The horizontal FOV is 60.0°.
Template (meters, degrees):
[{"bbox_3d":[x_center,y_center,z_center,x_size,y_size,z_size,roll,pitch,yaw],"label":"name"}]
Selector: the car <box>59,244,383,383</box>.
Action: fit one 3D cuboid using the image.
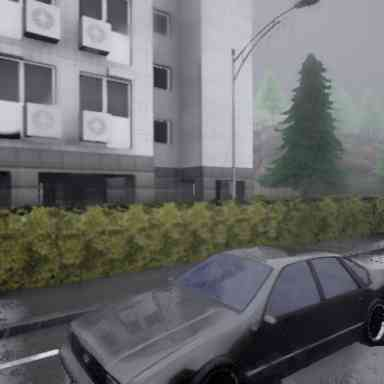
[{"bbox_3d":[1.076,1.529,4.739,5.357,1.411,2.033,0,0,-35],"label":"car"}]
